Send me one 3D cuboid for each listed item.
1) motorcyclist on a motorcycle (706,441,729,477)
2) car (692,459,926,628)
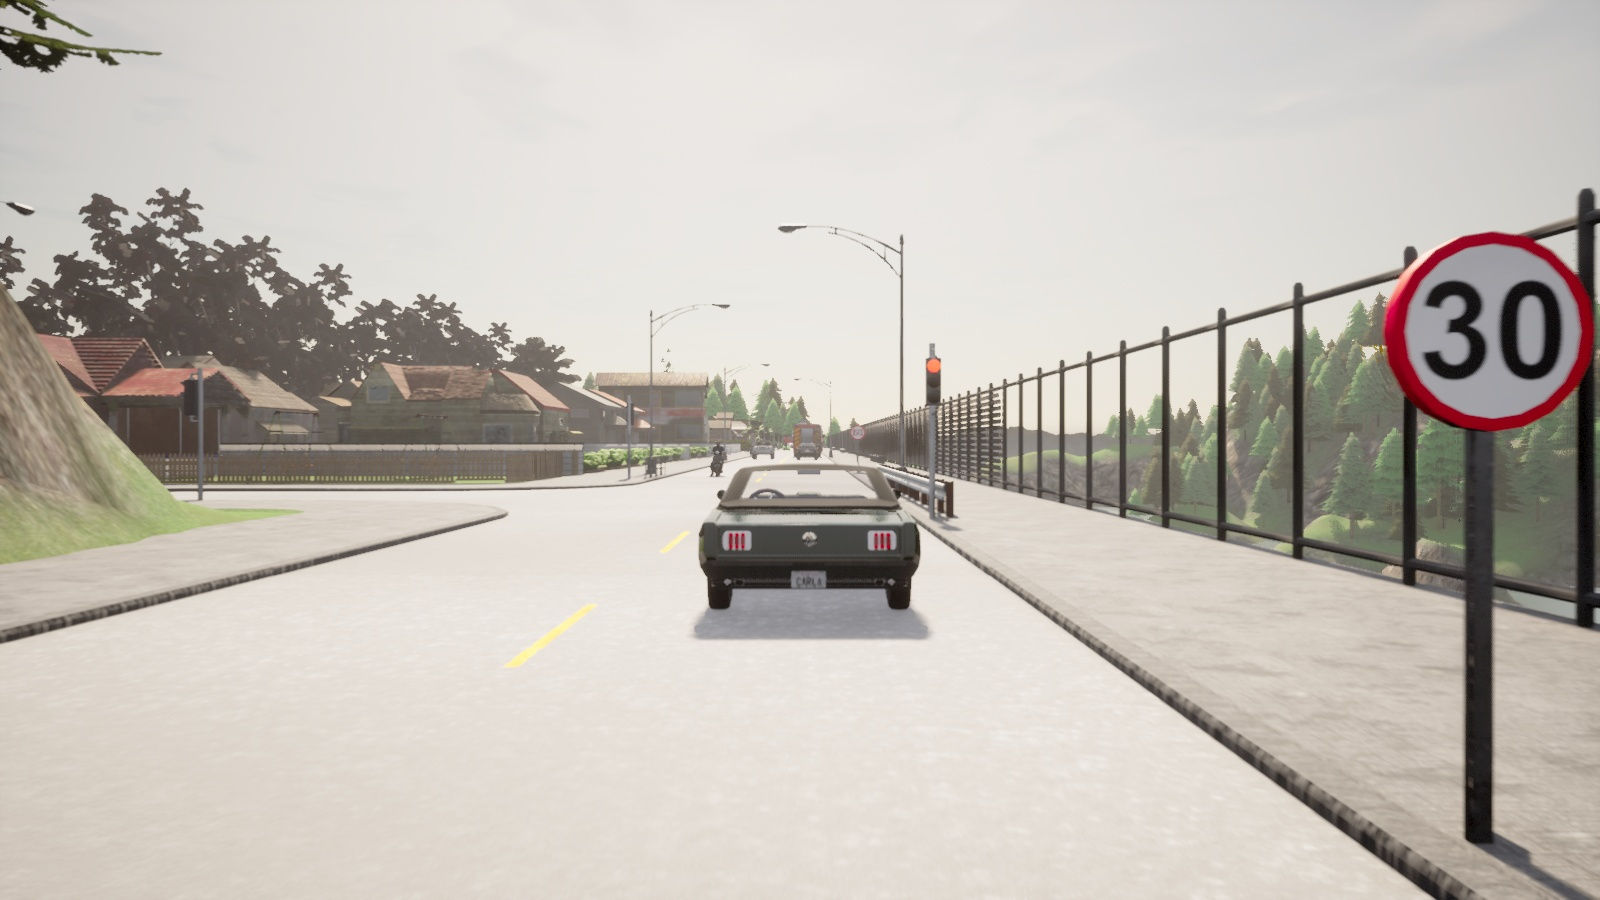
[{"bbox_3d":[-3.661,0.382,55.834,0.866,1.590,1.817,0,0,0],"label":"motorcyclist on a motorcycle"},{"bbox_3d":[0.088,0.776,12.533,1.895,1.301,4.718,0,0,0],"label":"car"}]
